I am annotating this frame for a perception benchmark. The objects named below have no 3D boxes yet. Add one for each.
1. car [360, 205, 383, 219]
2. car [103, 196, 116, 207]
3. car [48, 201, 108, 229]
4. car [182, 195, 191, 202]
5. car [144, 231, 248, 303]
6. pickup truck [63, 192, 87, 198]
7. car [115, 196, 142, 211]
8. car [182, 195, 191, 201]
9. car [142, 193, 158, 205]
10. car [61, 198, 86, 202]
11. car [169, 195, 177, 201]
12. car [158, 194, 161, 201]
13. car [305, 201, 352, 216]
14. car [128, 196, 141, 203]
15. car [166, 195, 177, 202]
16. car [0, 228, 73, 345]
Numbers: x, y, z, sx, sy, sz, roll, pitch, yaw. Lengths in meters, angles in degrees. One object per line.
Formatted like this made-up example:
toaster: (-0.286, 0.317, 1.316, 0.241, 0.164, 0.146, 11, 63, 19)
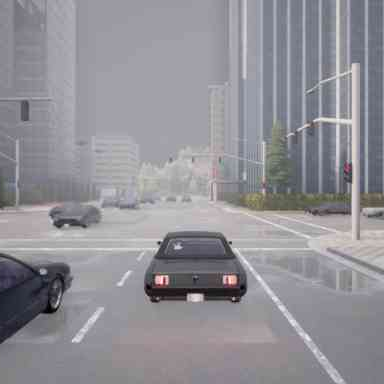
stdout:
car: (16.937, 1.600, 28.066, 4.718, 1.301, 1.895, 0, 0, 0)
car: (-11.405, 1.350, 47.478, 2.097, 1.767, 4.553, 0, 0, -1)
car: (-7.345, 1.546, 21.970, 2.033, 1.411, 5.357, 0, 0, -1)
car: (-1.231, 1.550, 75.009, 1.994, 1.385, 4.181, 0, 0, -1)
car: (0.066, 1.600, 8.164, 1.895, 1.301, 4.718, 0, 0, 0)
pickup truck: (-24.771, 1.056, 69.220, 2.390, 2.098, 6.274, 0, 0, 30)
car: (-7.803, 1.476, 41.515, 1.882, 1.535, 5.008, 0, 0, -1)
car: (-1.389, 1.536, 84.784, 2.033, 1.411, 5.357, 0, 0, -1)
car: (-8.089, 1.219, 60.815, 2.150, 2.045, 5.566, 0, 0, 0)
car: (-11.045, 1.546, 29.933, 2.033, 1.411, 5.357, 0, 0, -1)
car: (-4.888, 1.521, 84.716, 1.812, 1.442, 4.674, 0, 0, -1)
car: (-8.273, 1.223, 77.288, 2.097, 1.767, 4.553, 0, 0, -1)
car: (13.582, 1.546, 31.573, 5.357, 1.411, 2.033, 0, 0, -3)
car: (-11.633, 1.561, 67.418, 1.994, 1.385, 4.181, 0, 0, -1)
car: (-4.721, 1.497, 74.548, 1.837, 1.490, 4.892, 0, 0, -1)
car: (-3.436, 1.547, 4.568, 2.033, 1.411, 5.357, 0, 0, 0)
